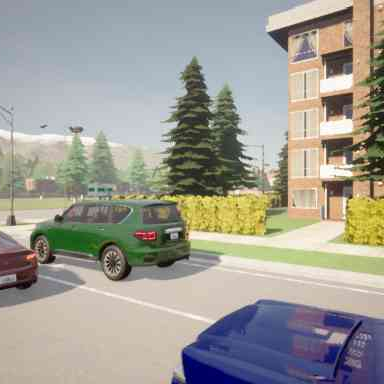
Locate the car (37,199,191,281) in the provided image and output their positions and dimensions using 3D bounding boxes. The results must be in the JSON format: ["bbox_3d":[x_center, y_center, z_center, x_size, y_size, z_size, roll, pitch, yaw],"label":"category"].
[{"bbox_3d":[-2.628,1.221,10.103,5.566,2.045,2.150,0,0,36],"label":"car"}]

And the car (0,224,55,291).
[{"bbox_3d":[-5.432,1.526,7.810,4.674,1.442,1.812,0,0,36],"label":"car"}]

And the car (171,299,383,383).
[{"bbox_3d":[2.154,1.601,2.458,4.718,1.301,1.895,0,0,35],"label":"car"}]
